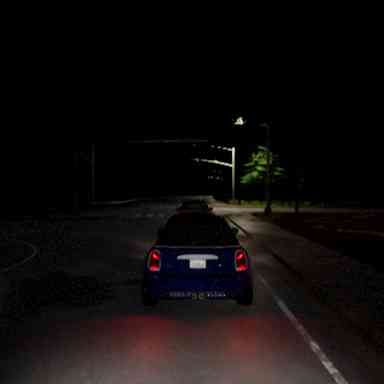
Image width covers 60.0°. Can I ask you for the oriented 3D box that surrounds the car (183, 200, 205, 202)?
[{"bbox_3d":[0.116,1.227,18.233,2.097,1.767,4.553,0,0,0],"label":"car"}]

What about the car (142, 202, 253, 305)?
[{"bbox_3d":[0.106,1.297,8.112,2.097,1.767,4.553,0,0,0],"label":"car"}]
